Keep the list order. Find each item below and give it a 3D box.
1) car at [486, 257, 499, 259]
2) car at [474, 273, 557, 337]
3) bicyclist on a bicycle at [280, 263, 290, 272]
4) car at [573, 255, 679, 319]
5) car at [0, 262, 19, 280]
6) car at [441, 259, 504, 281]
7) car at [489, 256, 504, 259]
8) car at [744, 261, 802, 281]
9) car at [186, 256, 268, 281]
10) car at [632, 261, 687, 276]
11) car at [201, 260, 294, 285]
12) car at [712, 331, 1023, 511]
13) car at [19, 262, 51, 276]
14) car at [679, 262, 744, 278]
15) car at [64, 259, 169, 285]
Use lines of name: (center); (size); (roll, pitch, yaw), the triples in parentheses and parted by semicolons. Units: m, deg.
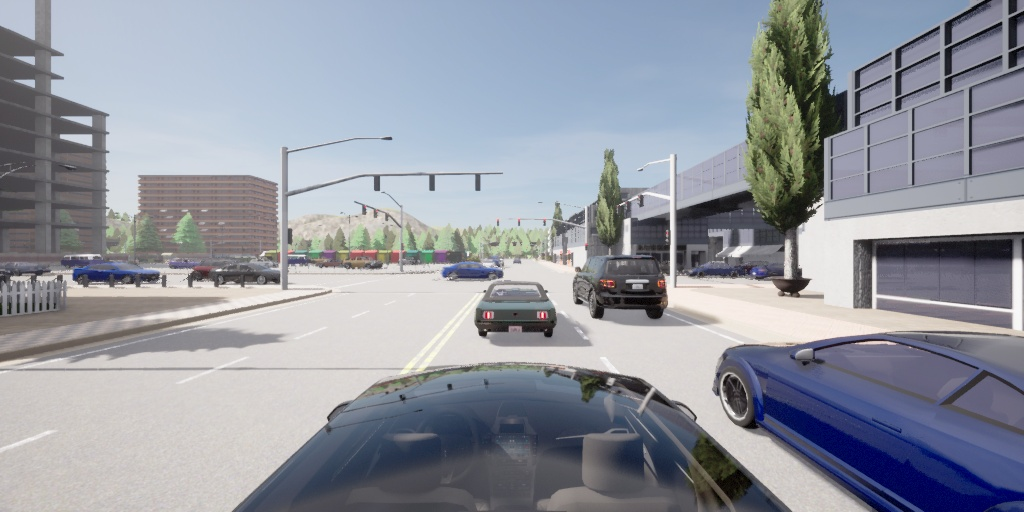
car: (-3.430, 1.276, 51.503); (1.812, 1.442, 4.674); (0, 0, 3)
car: (0.105, 1.351, 10.236); (1.895, 1.301, 4.718); (0, 0, 1)
bicyclist on a bicycle: (-25.259, 1.052, 39.874); (0.582, 1.620, 1.656); (0, 0, 0)
car: (3.625, 0.971, 12.961); (2.150, 2.045, 5.566); (0, 0, 1)
car: (-43.565, 1.276, 28.957); (4.674, 1.442, 1.812); (0, 0, 0)
car: (-3.213, 1.227, 29.199); (5.008, 1.535, 1.882); (0, 0, -3)
car: (-3.157, 0.971, 61.347); (2.150, 2.045, 5.566); (0, 0, 2)
car: (22.157, 1.276, 29.393); (4.674, 1.442, 1.812); (0, 0, 0)
car: (-22.881, 1.103, 28.886); (4.553, 1.767, 2.097); (0, 0, 0)
car: (15.010, 1.255, 36.663); (4.892, 1.490, 1.837); (0, 0, 1)
car: (-18.587, 1.255, 25.375); (4.892, 1.490, 1.837); (0, 0, 0)
car: (3.606, 1.314, 2.996); (1.994, 1.385, 4.181); (0, 0, 0)
car: (-49.996, 1.297, 36.100); (5.357, 1.411, 2.033); (0, 0, 1)
car: (18.698, 1.297, 33.130); (5.357, 1.411, 2.033); (0, 0, 1)
car: (-27.866, 1.228, 25.397); (5.008, 1.535, 1.882); (0, 0, 0)
